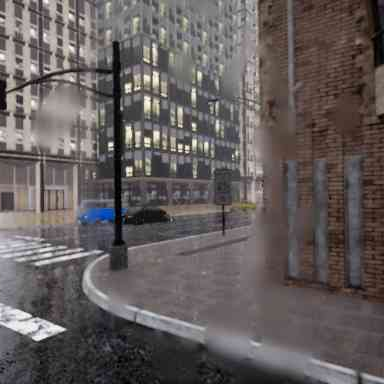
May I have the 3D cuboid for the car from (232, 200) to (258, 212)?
[{"bbox_3d":[6.584,1.663,41.556,1.752,1.417,4.829,-1,-1,36],"label":"car"}]

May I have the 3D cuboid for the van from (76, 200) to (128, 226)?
[{"bbox_3d":[-6.243,1.434,23.641,1.690,1.788,3.998,-1,-1,36],"label":"van"}]

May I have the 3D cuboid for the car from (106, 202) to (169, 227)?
[{"bbox_3d":[-3.476,1.611,23.046,1.994,1.385,4.181,-1,-1,36],"label":"car"}]
